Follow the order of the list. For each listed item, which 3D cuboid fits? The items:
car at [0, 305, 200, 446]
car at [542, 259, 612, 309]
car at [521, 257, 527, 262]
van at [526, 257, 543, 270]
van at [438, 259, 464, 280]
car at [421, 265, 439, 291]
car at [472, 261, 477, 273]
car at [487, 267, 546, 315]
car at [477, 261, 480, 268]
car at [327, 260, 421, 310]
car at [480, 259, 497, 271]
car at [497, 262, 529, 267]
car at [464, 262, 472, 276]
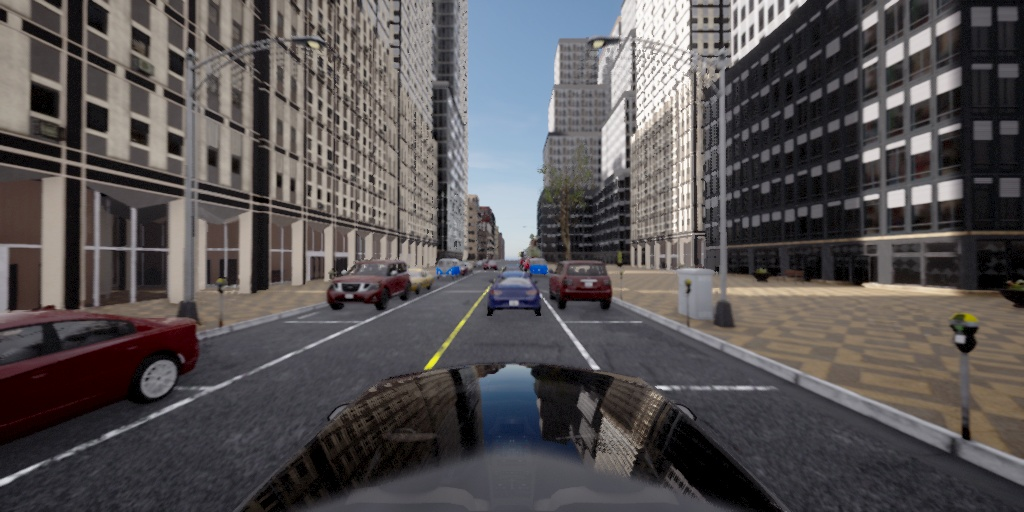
[{"bbox_3d":[-5.690,1.300,3.649,1.888,1.381,4.507,0,0,0],"label":"car"},{"bbox_3d":[2.699,1.093,14.999,2.192,1.841,5.009,0,0,0],"label":"car"},{"bbox_3d":[2.712,1.179,49.133,2.192,1.841,5.009,0,0,0],"label":"car"},{"bbox_3d":[2.707,1.174,37.754,1.690,1.789,3.998,0,0,0],"label":"van"},{"bbox_3d":[-5.682,1.161,32.093,1.690,1.789,3.998,0,0,0],"label":"van"},{"bbox_3d":[-5.685,1.318,20.546,1.751,1.417,4.829,0,0,0],"label":"car"},{"bbox_3d":[-5.679,1.375,43.301,1.751,1.417,4.829,0,0,0],"label":"car"},{"bbox_3d":[0.078,1.301,13.480,1.812,1.442,4.674,0,0,0],"label":"car"},{"bbox_3d":[-5.675,1.450,60.539,2.007,1.370,4.403,0,0,0],"label":"car"},{"bbox_3d":[-5.686,1.094,15.027,2.192,1.841,5.009,0,0,0],"label":"car"},{"bbox_3d":[-3.059,1.350,51.607,1.882,1.535,5.008,0,-1,0],"label":"car"},{"bbox_3d":[0.081,1.375,28.448,1.994,1.385,4.181,0,0,0],"label":"car"},{"bbox_3d":[-5.681,1.274,37.782,1.967,1.591,4.097,0,0,0],"label":"car"}]
